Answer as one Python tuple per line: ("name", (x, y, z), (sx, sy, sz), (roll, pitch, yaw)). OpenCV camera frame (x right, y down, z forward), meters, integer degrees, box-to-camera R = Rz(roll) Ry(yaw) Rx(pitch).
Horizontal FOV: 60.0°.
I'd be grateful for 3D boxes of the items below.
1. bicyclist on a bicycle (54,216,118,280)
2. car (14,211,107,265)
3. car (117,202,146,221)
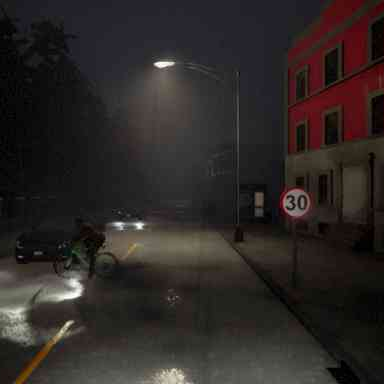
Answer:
("bicyclist on a bicycle", (-2.740, 1.453, 8.587), (1.656, 1.620, 0.582), (-2, 0, -2))
("car", (-4.426, 1.477, 11.928), (1.882, 1.535, 5.008), (0, 0, -2))
("car", (-4.871, 1.526, 27.365), (1.812, 1.442, 4.674), (0, 0, -2))
